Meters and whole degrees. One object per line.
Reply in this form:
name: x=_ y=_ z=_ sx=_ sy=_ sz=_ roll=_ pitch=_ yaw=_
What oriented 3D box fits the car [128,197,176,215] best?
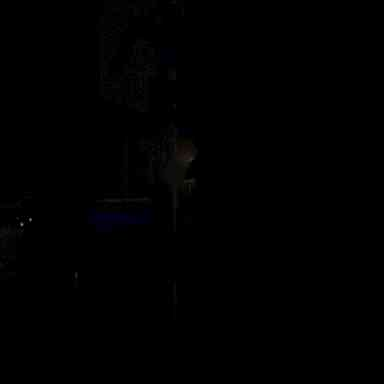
car: x=-3.617 y=1.211 z=30.935 sx=1.887 sy=1.381 sz=4.507 roll=1 pitch=2 yaw=36

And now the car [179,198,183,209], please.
car: x=-0.343 y=1.164 z=35.490 sx=1.947 sy=1.339 sz=4.313 roll=1 pitch=2 yaw=36

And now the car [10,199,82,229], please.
car: x=-7.847 y=1.365 z=20.508 sx=2.033 sy=1.411 sz=5.357 roll=1 pitch=1 yaw=36

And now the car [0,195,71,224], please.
car: x=-10.163 y=1.117 z=21.822 sx=2.192 sy=1.841 sz=5.009 roll=1 pitch=2 yaw=36

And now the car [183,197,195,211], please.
car: x=1.722 y=1.166 z=33.811 sx=2.033 sy=1.411 sz=5.357 roll=1 pitch=1 yaw=36

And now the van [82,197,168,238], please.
van: x=-3.241 y=1.205 z=16.847 sx=1.690 sy=1.788 sz=3.998 roll=1 pitch=1 yaw=36
